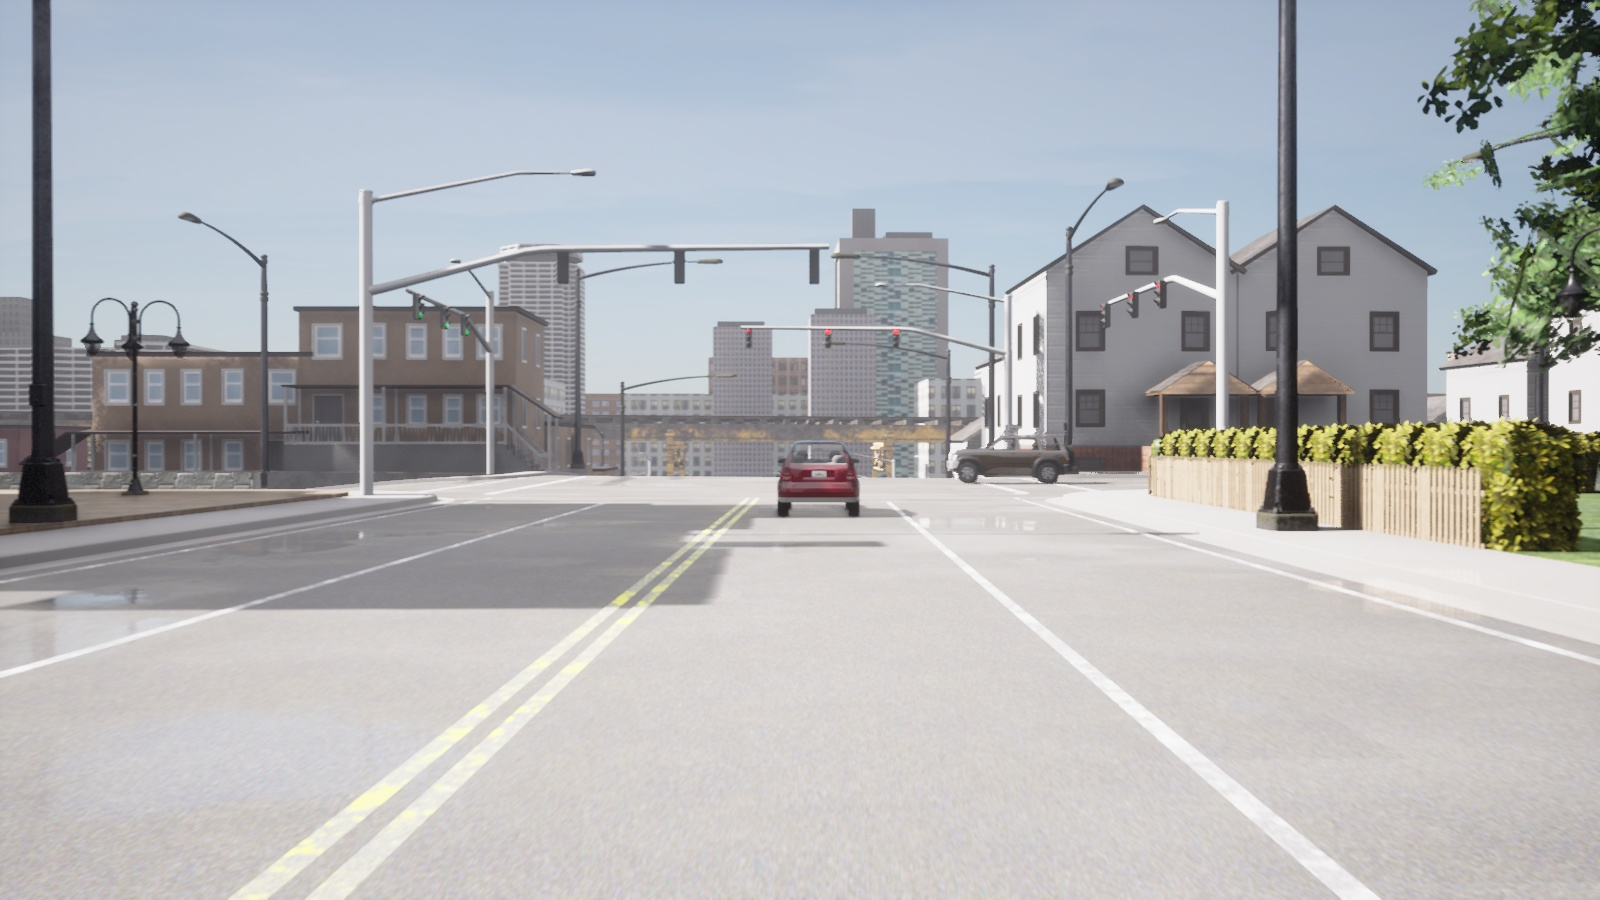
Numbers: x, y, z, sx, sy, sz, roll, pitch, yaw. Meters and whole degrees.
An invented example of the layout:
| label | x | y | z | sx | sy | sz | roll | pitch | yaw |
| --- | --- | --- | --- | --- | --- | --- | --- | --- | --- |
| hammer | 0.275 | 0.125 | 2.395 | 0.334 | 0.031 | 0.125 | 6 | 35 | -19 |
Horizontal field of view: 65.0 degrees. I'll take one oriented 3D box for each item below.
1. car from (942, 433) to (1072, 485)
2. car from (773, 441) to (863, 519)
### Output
| label | x | y | z | sx | sy | sz | roll | pitch | yaw |
| --- | --- | --- | --- | --- | --- | --- | --- | --- | --- |
| car | 7.541 | 0.316 | 45.933 | 4.605 | 1.855 | 1.932 | 0 | 1 | 8 |
| car | 0.382 | 0.575 | 26.691 | 1.789 | 1.549 | 3.705 | 0 | 0 | 1 |
